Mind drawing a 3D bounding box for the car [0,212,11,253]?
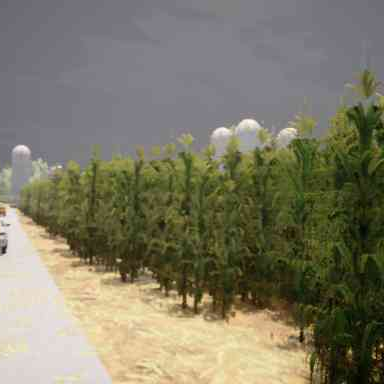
[{"bbox_3d":[-9.142,1.810,14.671,1.812,1.442,4.674,3,-2,-29],"label":"car"}]

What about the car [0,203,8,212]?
[{"bbox_3d":[-22.693,1.981,38.779,1.882,1.535,5.008,3,-1,-29],"label":"car"}]
